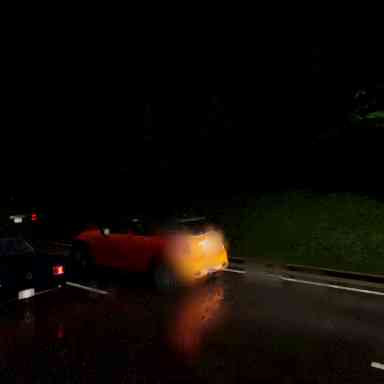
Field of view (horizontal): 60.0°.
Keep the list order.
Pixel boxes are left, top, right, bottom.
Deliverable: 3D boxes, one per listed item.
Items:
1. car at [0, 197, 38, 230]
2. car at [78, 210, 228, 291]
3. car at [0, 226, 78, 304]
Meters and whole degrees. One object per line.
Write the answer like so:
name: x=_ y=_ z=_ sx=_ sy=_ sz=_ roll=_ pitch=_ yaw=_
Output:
car: x=-9.102 y=1.222 z=14.788 sx=5.566 sy=2.045 sz=2.150 roll=0 pitch=0 yaw=36
car: x=-1.355 y=1.352 z=9.263 sx=4.553 sy=1.767 sz=2.097 roll=0 pitch=0 yaw=36
car: x=-4.881 y=1.601 z=7.476 sx=4.718 sy=1.301 sz=1.895 roll=0 pitch=0 yaw=35
